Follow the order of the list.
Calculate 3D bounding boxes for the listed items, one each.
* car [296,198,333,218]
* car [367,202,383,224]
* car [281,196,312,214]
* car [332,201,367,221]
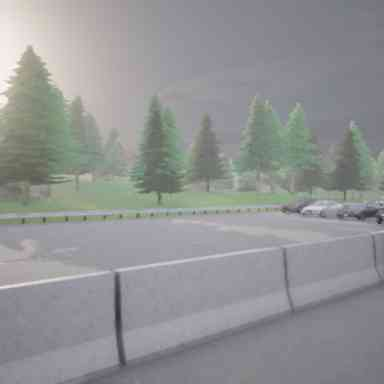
[{"bbox_3d":[11.702,1.491,29.534,4.674,1.442,1.812,0,0,-35],"label":"car"},{"bbox_3d":[14.620,1.459,23.018,4.902,1.511,2.128,0,0,-35],"label":"car"},{"bbox_3d":[11.003,1.314,33.328,4.553,1.767,2.097,0,0,-35],"label":"car"},{"bbox_3d":[13.550,1.491,26.554,4.674,1.442,1.812,0,0,-35],"label":"car"}]
